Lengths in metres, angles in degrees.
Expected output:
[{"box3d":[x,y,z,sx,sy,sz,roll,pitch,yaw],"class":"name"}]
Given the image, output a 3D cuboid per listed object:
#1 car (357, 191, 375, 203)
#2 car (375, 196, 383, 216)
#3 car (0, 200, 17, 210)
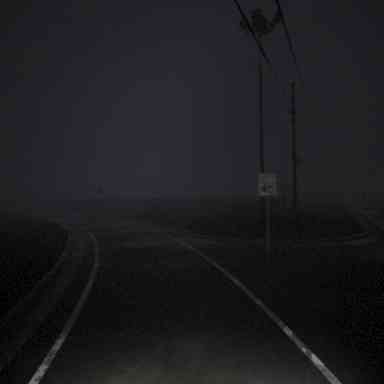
[{"box3d":[24.649,0.631,47.111,2.097,1.767,4.553,-1,0,23],"class":"car"},{"box3d":[15.429,1.101,25.310,1.812,1.442,4.674,-1,0,23],"class":"car"},{"box3d":[-25.644,1.736,45.714,1.994,1.385,4.181,-1,0,-42],"class":"car"}]
